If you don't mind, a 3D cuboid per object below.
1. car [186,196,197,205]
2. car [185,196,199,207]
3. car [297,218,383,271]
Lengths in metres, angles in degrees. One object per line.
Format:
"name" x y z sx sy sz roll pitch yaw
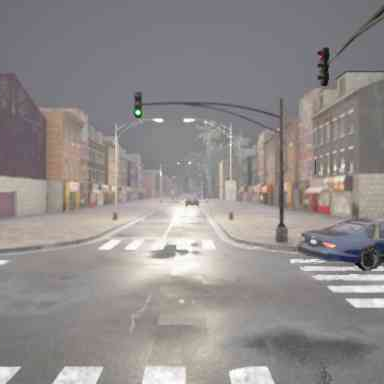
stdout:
"car" -0.097 1.546 62.121 1.882 1.535 5.008 0 0 0
"car" 0.018 1.405 52.462 2.097 1.767 4.553 0 0 0
"car" 6.104 1.533 10.512 5.357 1.411 2.033 0 -1 -12
